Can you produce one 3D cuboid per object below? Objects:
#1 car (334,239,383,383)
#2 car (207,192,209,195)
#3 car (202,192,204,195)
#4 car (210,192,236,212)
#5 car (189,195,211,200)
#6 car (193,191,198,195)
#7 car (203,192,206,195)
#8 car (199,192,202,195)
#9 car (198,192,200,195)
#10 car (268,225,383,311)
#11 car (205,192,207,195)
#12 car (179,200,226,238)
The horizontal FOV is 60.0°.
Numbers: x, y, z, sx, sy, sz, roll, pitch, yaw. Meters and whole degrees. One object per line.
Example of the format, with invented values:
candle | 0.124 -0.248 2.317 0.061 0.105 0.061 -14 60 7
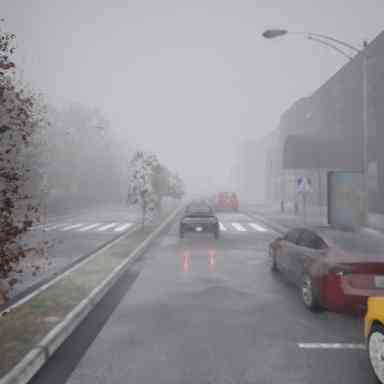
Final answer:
car | 3.055 1.470 2.144 2.097 1.535 5.008 0 0 0
car | 3.910 0.993 51.944 2.185 1.767 4.553 1 0 1
car | 3.671 1.021 68.779 2.002 1.452 4.674 0 0 -2
car | 3.715 1.077 40.848 2.185 1.767 4.553 0 0 1
car | 0.654 1.330 34.538 1.994 1.385 4.181 0 0 1
car | 2.385 0.777 90.988 2.231 1.521 4.892 0 1 -4
car | 3.816 1.057 63.253 2.163 1.488 4.792 0 0 -1
car | 3.471 0.961 74.379 2.163 1.488 4.792 0 0 -2
car | 3.182 0.756 79.870 2.185 1.767 4.553 0 0 -3
car | 3.128 1.465 7.643 2.163 1.488 4.792 0 0 1
car | 3.892 1.103 57.568 2.163 1.488 4.792 0 0 0
car | 0.349 1.384 16.925 2.128 1.511 4.902 0 0 1
